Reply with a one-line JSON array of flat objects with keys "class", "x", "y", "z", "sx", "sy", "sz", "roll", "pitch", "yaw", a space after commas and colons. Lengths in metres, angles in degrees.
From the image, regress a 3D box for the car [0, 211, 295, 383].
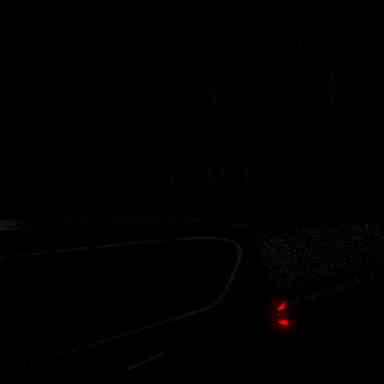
[{"class": "car", "x": -1.700, "y": 1.221, "z": 2.161, "sx": 5.566, "sy": 2.045, "sz": 2.150, "roll": 0, "pitch": 0, "yaw": -36}]
